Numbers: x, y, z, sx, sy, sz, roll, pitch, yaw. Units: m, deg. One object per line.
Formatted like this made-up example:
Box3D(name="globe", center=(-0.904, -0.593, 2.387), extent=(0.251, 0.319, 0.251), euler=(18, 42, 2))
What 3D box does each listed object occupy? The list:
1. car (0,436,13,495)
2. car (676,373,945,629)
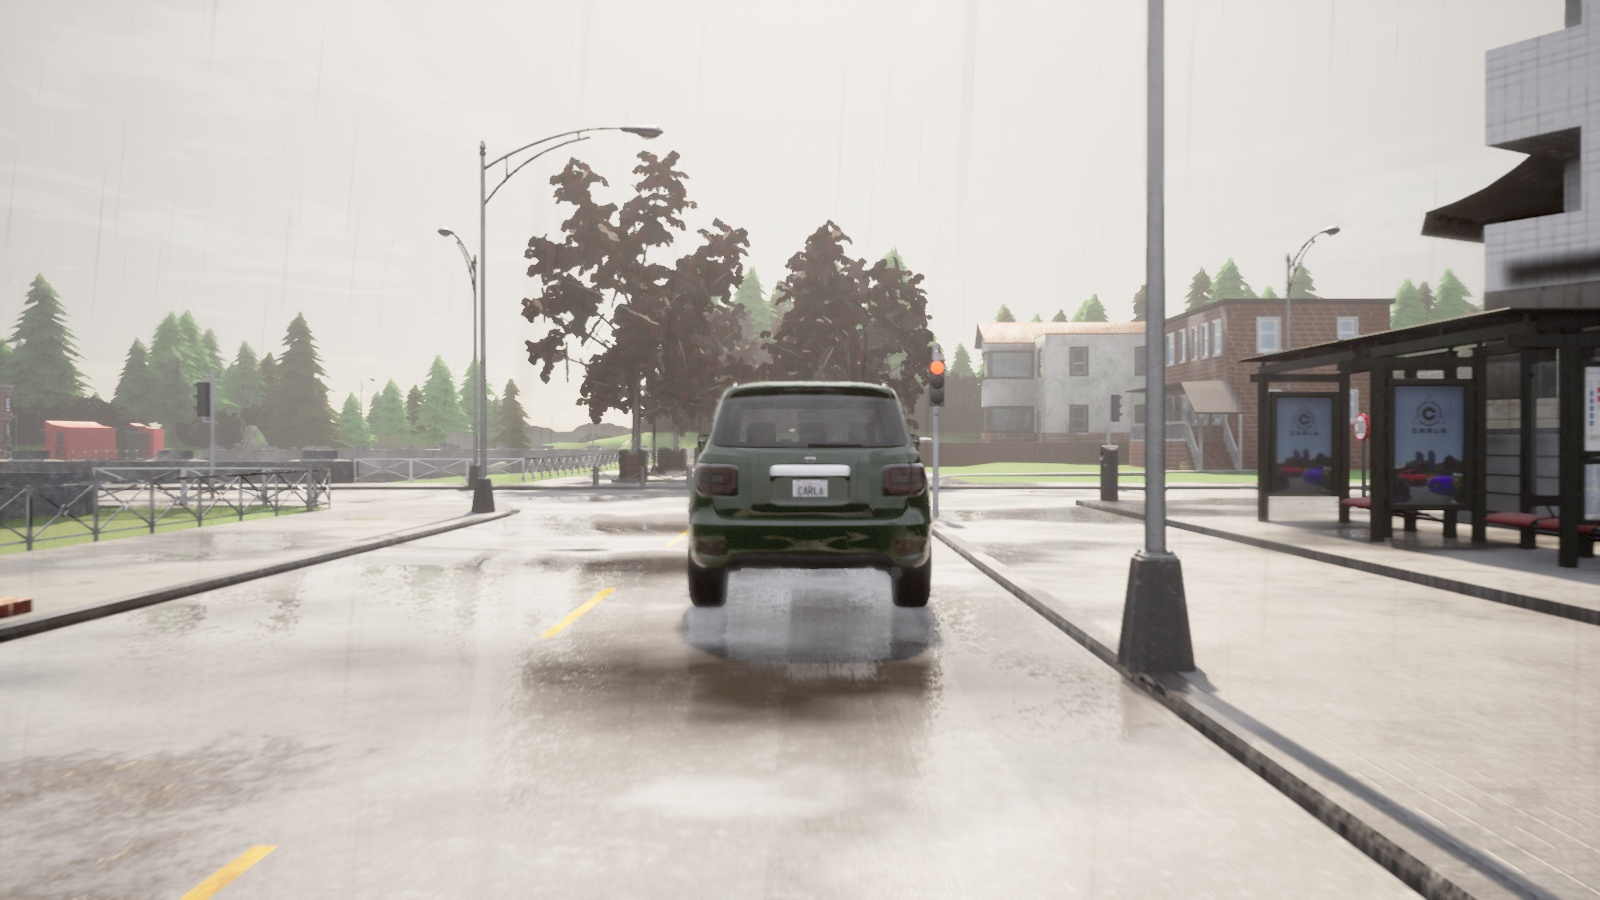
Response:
Box3D(name="car", center=(-23.849, 0.434, 33.955), extent=(3.988, 1.617, 1.851), euler=(0, 0, 0))
Box3D(name="car", center=(0.091, 0.393, 12.840), extent=(2.150, 2.045, 5.566), euler=(0, 0, 0))
